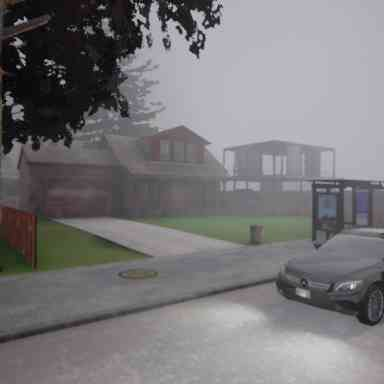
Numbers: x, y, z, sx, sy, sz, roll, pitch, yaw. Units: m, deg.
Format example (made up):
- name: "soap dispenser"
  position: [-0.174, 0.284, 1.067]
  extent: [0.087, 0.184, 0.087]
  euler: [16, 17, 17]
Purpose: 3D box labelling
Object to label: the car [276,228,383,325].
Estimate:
- name: "car"
  position: [3.882, 1.567, 7.323]
  extent: [4.674, 1.442, 1.812]
  euler: [1, 0, -36]
